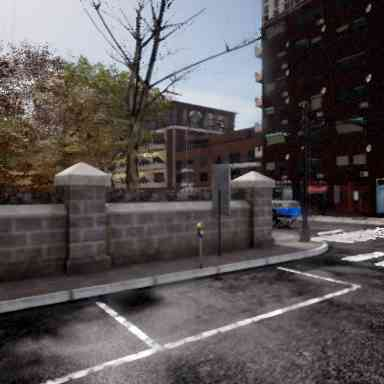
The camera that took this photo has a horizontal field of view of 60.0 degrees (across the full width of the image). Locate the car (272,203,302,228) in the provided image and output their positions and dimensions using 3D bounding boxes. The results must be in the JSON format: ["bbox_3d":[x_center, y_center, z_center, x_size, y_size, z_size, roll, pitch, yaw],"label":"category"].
[{"bbox_3d":[5.373,1.819,24.948,1.837,1.490,4.892,0,-1,-36],"label":"car"}]

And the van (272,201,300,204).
[{"bbox_3d":[8.170,1.702,30.923,1.690,1.788,3.998,-1,0,-36],"label":"van"}]
